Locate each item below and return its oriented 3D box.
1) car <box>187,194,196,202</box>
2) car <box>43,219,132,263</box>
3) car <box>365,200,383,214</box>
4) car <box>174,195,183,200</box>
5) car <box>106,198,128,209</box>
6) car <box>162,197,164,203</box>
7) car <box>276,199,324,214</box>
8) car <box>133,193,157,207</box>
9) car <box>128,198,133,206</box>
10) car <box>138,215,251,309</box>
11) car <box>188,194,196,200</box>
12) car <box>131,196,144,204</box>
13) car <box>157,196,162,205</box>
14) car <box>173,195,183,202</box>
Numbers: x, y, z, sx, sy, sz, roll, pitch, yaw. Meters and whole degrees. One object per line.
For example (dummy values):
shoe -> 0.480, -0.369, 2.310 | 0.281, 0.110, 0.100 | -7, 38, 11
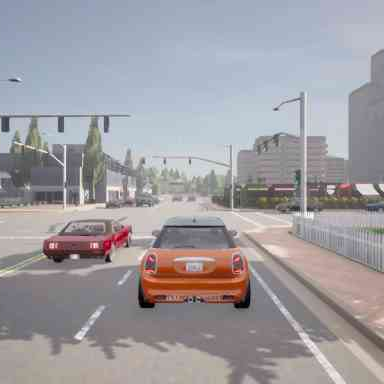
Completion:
car -> -0.051, 1.531, 77.391 | 2.033, 1.411, 5.357 | 0, 0, 0
car -> -3.424, 1.601, 11.949 | 1.895, 1.301, 4.718 | 0, 0, 0
car -> 20.893, 1.478, 34.962 | 5.008, 1.535, 1.882 | 0, 0, -2
car -> -3.557, 1.425, 87.663 | 1.994, 1.385, 4.181 | 0, 0, 0
car -> -10.628, 1.564, 46.287 | 1.994, 1.385, 4.181 | 0, 0, 0
car -> -7.046, 1.524, 70.845 | 1.812, 1.442, 4.674 | 0, 0, 0
car -> 11.249, 1.491, 34.718 | 4.902, 1.511, 2.128 | 0, 0, -2
car -> -7.129, 1.221, 51.114 | 2.150, 2.045, 5.566 | 0, 0, 1
car -> -10.622, 1.601, 55.049 | 1.895, 1.301, 4.718 | 0, 0, 0
car -> 0.059, 1.352, 8.056 | 2.097, 1.767, 4.553 | 0, 0, 0
car -> -0.057, 1.398, 87.667 | 2.128, 1.511, 4.902 | 0, 0, 0
car -> -10.588, 1.564, 64.997 | 1.994, 1.385, 4.181 | 0, 0, 0
car -> -7.111, 1.564, 60.520 | 1.994, 1.385, 4.181 | 0, 0, 0
car -> -3.551, 1.513, 77.708 | 1.812, 1.442, 4.674 | 0, 0, 0
